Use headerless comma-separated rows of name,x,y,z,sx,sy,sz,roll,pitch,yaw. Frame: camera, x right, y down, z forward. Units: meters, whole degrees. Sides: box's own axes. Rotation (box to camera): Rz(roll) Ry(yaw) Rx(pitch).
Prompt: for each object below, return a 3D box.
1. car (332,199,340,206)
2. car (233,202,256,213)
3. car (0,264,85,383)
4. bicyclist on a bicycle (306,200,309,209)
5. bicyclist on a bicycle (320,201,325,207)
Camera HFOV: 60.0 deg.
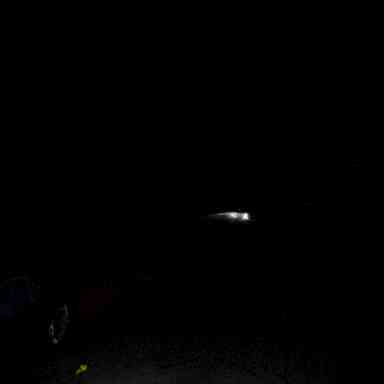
car,33.580,2.385,75.293,5.008,1.535,1.882,1,2,-40
car,6.912,1.940,43.719,1.895,1.301,4.718,2,0,25
car,-2.903,1.614,3.626,1.895,1.301,4.718,0,0,3
bicyclist on a bicycle,20.523,2.192,59.211,0.582,1.620,1.656,3,1,36
bicyclist on a bicycle,25.732,2.295,65.791,0.866,1.612,1.509,3,1,42
